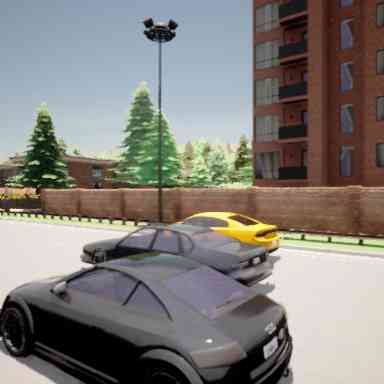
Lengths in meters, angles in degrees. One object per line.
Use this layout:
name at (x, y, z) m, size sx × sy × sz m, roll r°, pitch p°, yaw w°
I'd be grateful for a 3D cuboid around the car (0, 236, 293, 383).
car at (-0.824, 1.565, 4.580) m, size 4.181 × 1.385 × 1.994 m, roll 0°, pitch 0°, yaw 35°

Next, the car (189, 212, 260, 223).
car at (0.642, 1.479, 12.133) m, size 5.008 × 1.535 × 1.882 m, roll 0°, pitch 0°, yaw 36°

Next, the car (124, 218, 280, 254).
car at (-0.629, 1.548, 8.740) m, size 5.357 × 1.411 × 2.033 m, roll 0°, pitch 0°, yaw 35°
